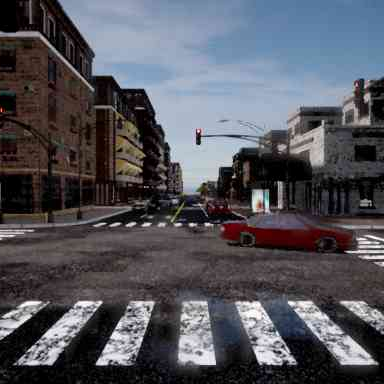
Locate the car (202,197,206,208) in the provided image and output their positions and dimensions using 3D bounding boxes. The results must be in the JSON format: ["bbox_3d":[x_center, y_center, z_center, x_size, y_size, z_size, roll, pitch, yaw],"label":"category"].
[{"bbox_3d":[2.602,1.597,43.219,1.802,1.307,4.206,0,0,0],"label":"car"}]

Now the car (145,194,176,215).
[{"bbox_3d":[-3.162,1.230,34.294,2.150,2.045,5.566,0,0,0],"label":"car"}]

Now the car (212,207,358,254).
[{"bbox_3d":[3.777,1.562,13.614,5.357,1.411,2.033,0,1,23],"label":"car"}]

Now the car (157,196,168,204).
[{"bbox_3d":[-5.822,1.565,65.807,1.752,1.417,4.829,0,0,0],"label":"car"}]

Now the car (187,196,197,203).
[{"bbox_3d":[-0.045,1.593,70.279,2.033,1.411,5.357,0,0,0],"label":"car"}]

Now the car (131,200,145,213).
[{"bbox_3d":[-5.767,1.561,37.494,2.008,1.369,4.403,0,0,0],"label":"car"}]

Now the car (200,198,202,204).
[{"bbox_3d":[2.591,1.571,48.916,2.008,1.369,4.403,0,0,0],"label":"car"}]

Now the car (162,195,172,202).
[{"bbox_3d":[-5.846,1.497,77.370,1.967,1.590,4.097,0,0,0],"label":"car"}]

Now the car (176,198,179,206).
[{"bbox_3d":[-3.182,1.552,54.910,1.812,1.442,4.674,0,0,0],"label":"car"}]

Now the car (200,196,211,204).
[{"bbox_3d":[2.559,1.591,66.006,2.008,1.369,4.403,-1,0,0],"label":"car"}]

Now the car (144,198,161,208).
[{"bbox_3d":[-5.789,1.571,48.888,2.008,1.369,4.403,0,0,0],"label":"car"}]

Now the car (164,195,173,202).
[{"bbox_3d":[-5.855,1.592,82.897,1.752,1.417,4.829,-1,0,0],"label":"car"}]

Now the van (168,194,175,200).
[{"bbox_3d":[-5.879,1.430,94.460,1.690,1.788,3.998,-1,0,0],"label":"van"}]

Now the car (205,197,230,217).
[{"bbox_3d":[2.623,1.446,31.825,1.967,1.590,4.097,0,0,0],"label":"car"}]
